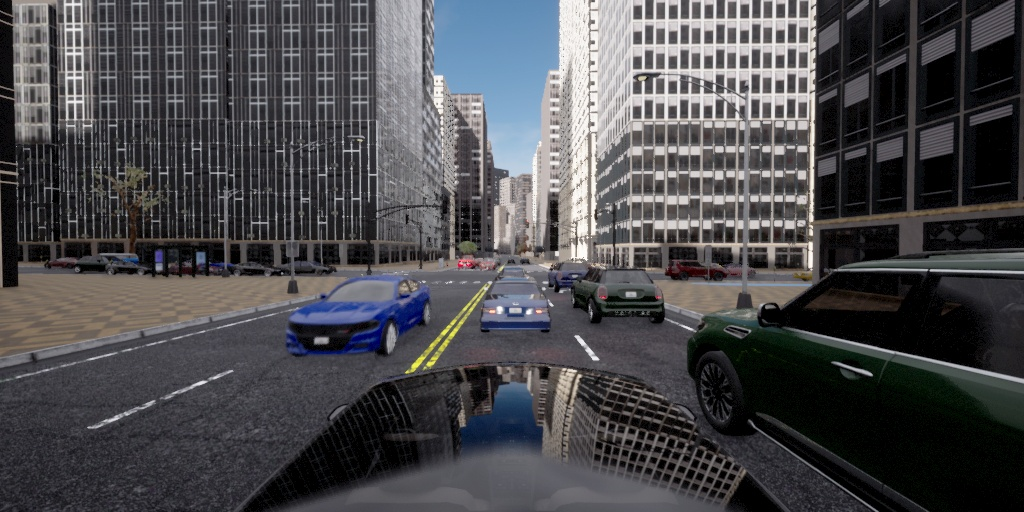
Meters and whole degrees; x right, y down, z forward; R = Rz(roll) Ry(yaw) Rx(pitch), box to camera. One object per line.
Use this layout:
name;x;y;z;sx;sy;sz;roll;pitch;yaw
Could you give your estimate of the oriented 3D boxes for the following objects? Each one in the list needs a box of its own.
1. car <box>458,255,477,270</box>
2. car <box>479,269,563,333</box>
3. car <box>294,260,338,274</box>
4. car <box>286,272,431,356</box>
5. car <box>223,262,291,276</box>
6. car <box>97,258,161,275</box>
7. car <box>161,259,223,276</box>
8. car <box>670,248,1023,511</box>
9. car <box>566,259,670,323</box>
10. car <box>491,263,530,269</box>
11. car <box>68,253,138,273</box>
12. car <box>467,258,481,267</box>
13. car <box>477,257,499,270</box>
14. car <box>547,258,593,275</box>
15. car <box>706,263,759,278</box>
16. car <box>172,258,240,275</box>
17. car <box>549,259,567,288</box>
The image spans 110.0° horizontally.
car;-6.662;0.933;53.315;2.150;2.045;5.566;0;0;0
car;0.089;1.293;10.726;2.033;1.411;5.357;0;0;0
car;-19.957;1.135;34.831;5.357;1.411;2.033;1;1;1
car;-3.347;1.224;8.804;1.882;1.535;5.008;0;0;0
car;-22.775;1.172;32.176;4.313;1.339;1.948;0;0;1
car;-34.140;1.068;32.467;4.313;1.339;1.948;0;0;1
car;-28.459;1.136;32.302;4.207;1.307;1.802;0;0;1
car;3.346;0.971;2.323;2.150;2.045;5.566;0;0;0
car;3.335;1.097;12.169;2.097;1.767;4.553;0;0;0
car;0.073;1.304;19.969;1.994;1.385;4.181;0;0;0
car;-39.848;0.759;35.214;4.553;1.767;2.097;1;1;1
car;-6.648;1.176;63.660;1.882;1.535;5.008;0;0;1
car;-3.384;1.066;51.167;2.097;1.767;4.553;0;0;-1
car;6.355;1.092;39.621;4.553;1.767;2.097;1;0;32
car;22.904;1.482;37.373;4.181;1.385;1.994;1;1;1
car;-29.817;0.976;35.018;5.008;1.535;1.882;1;1;1
car;3.322;1.091;21.034;2.097;1.767;4.553;0;0;0
